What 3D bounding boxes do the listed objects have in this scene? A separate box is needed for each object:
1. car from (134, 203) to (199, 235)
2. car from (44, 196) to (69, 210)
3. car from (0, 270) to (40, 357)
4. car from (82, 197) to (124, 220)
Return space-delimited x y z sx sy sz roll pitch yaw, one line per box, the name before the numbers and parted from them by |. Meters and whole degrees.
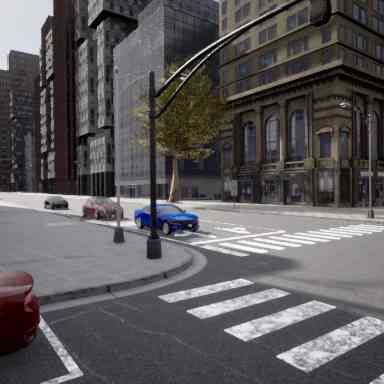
car | -1.560 1.422 19.009 1.882 1.535 5.008 -1 1 -36
car | -15.841 1.225 38.701 1.882 1.535 5.008 -1 2 -36
car | -4.157 1.545 3.672 4.507 1.381 1.887 0 -1 -36
car | -7.232 1.217 26.822 2.097 1.767 4.553 -1 1 -36
